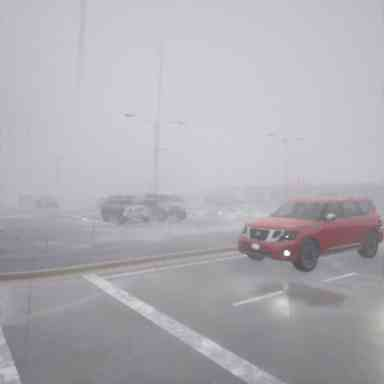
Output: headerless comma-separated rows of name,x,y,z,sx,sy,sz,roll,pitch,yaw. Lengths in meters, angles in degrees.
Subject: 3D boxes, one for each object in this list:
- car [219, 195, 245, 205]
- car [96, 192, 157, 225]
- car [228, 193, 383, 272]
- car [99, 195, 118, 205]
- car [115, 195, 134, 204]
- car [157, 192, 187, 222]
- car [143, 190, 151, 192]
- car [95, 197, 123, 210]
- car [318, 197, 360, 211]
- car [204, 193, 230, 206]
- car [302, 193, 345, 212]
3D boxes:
car,6.185,1.241,51.286,1.784,1.438,3.905,0,0,-35
car,-4.517,1.117,22.400,1.932,1.855,4.605,0,0,-35
car,4.104,1.189,11.040,5.566,2.045,2.150,0,0,-34
car,-13.965,1.312,55.523,1.970,1.475,3.806,0,0,-35
car,-11.599,1.272,57.191,1.784,1.438,3.905,0,0,-35
car,-2.120,1.111,24.023,1.905,1.878,3.866,0,0,-35
car,-9.436,1.053,58.778,1.932,1.855,4.605,0,0,-35
car,-9.976,1.336,39.857,1.970,1.475,3.806,0,0,-35
car,16.268,1.279,37.023,1.970,1.475,3.806,0,0,-35
car,3.781,1.040,49.669,1.932,1.855,4.605,0,0,-35
car,13.895,1.049,35.363,1.905,1.878,3.866,0,0,-35
